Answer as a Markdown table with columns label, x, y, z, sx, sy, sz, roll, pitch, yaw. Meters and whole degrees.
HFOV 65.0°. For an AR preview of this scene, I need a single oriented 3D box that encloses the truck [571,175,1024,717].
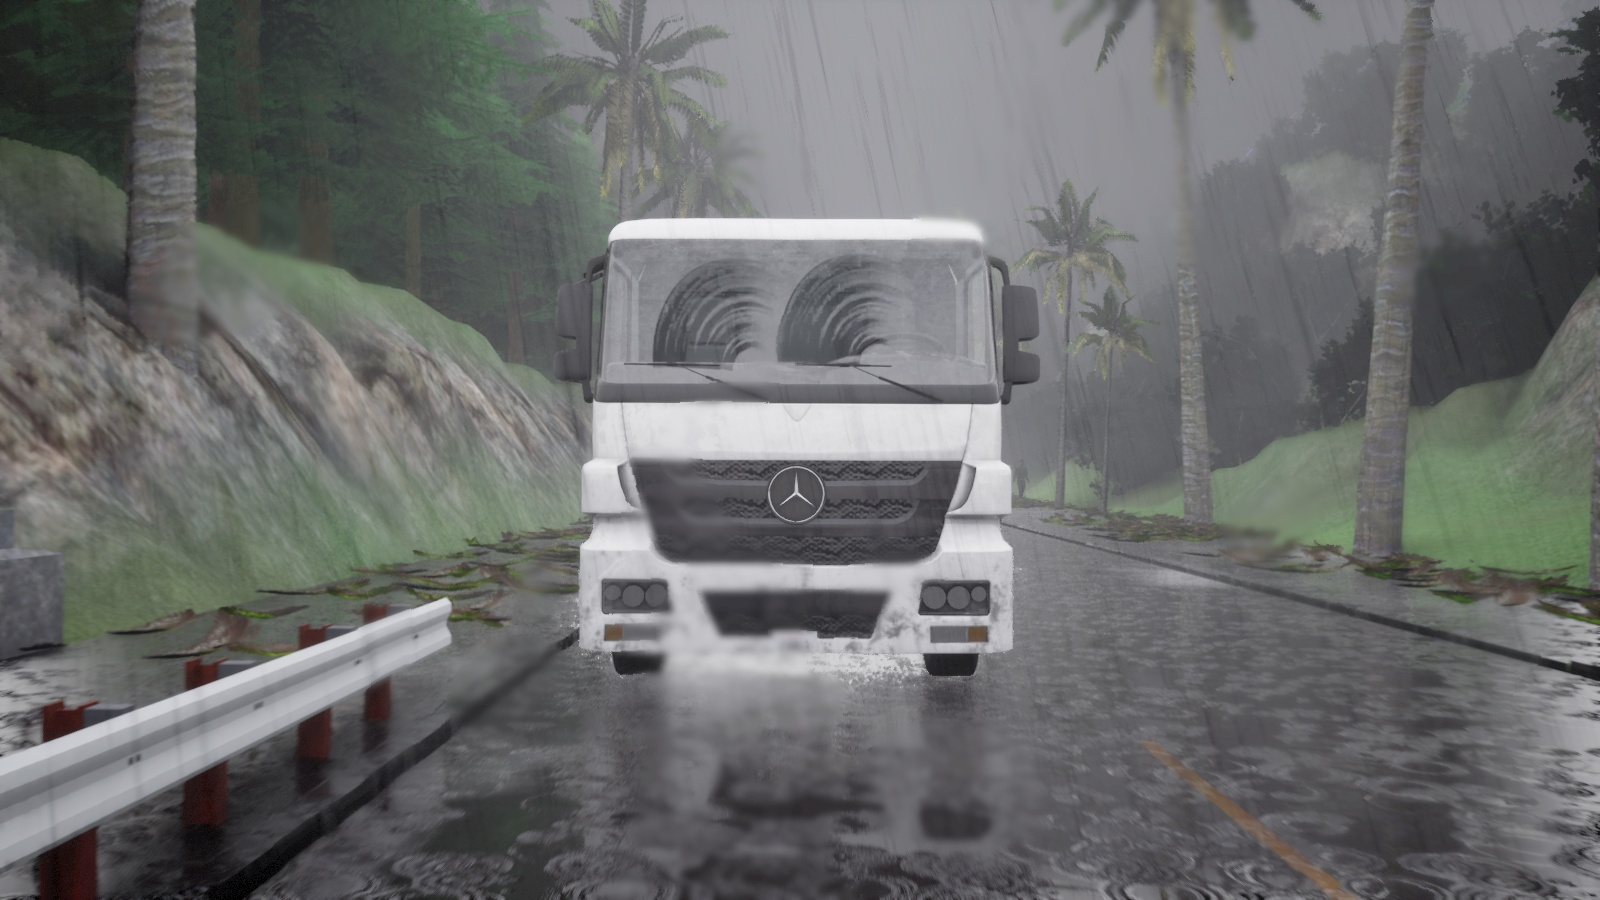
| label | x | y | z | sx | sy | sz | roll | pitch | yaw |
| --- | --- | --- | --- | --- | --- | --- | --- | --- | --- |
| truck | -0.030 | 0.034 | 12.022 | 2.891 | 3.462 | 7.936 | 0 | -1 | 0 |

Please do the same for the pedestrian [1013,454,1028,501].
| label | x | y | z | sx | sy | sz | roll | pitch | yaw |
| --- | --- | --- | --- | --- | --- | --- | --- | --- | --- |
| pedestrian | 9.321 | 1.160 | 53.040 | 0.423 | 1.949 | 0.788 | 0 | -1 | -7 |
